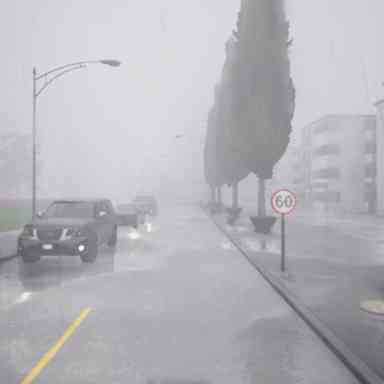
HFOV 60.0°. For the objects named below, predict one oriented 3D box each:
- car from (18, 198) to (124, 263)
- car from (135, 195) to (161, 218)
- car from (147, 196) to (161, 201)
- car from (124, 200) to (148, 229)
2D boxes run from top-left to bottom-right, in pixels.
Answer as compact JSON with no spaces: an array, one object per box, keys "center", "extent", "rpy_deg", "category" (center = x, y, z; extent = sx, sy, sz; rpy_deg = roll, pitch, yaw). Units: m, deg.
[{"center":[-4.295,1.267,12.548],"extent":[2.150,2.045,5.566],"rpy_deg":[0,0,-1],"category":"car"},{"center":[-4.561,1.337,32.473],"extent":[2.150,2.045,5.566],"rpy_deg":[0,0,0],"category":"car"},{"center":[-10.556,1.742,92.635],"extent":[3.633,1.501,1.845],"rpy_deg":[0,0,-1],"category":"car"},{"center":[-4.397,1.558,22.545],"extent":[1.882,1.535,5.008],"rpy_deg":[0,0,0],"category":"car"}]
